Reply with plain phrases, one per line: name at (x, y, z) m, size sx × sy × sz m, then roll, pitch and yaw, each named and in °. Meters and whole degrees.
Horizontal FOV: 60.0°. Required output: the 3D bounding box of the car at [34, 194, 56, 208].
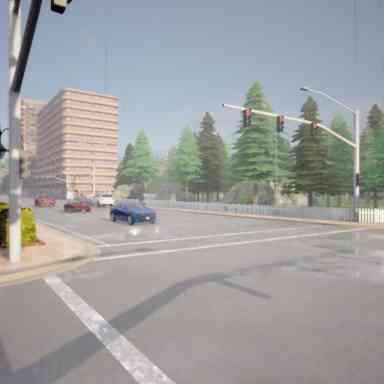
car at (-22.295, 1.310, 50.281) m, size 2.150 × 2.045 × 5.566 m, roll 0°, pitch 0°, yaw -35°

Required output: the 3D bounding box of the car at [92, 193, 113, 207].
car at (-13.626, 1.220, 50.145) m, size 2.150 × 2.045 × 5.566 m, roll 0°, pitch 0°, yaw -34°

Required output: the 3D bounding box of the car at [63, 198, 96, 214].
car at (-12.357, 1.599, 35.795) m, size 1.895 × 1.301 × 4.718 m, roll 0°, pitch 0°, yaw -35°

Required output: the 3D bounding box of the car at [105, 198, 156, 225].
car at (-4.385, 1.477, 24.301) m, size 1.882 × 1.535 × 5.008 m, roll 0°, pitch 0°, yaw -35°
